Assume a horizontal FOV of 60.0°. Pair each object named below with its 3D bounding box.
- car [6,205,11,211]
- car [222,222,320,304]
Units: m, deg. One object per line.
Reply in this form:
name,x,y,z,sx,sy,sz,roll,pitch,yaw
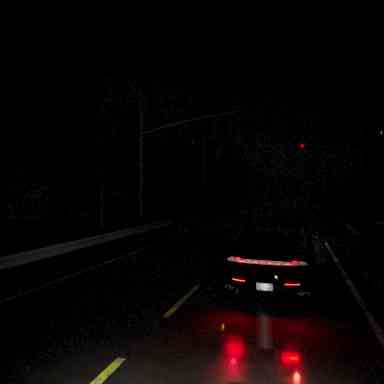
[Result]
car,-21.891,1.615,35.557,4.718,1.301,1.895,0,0,16
car,2.070,1.491,8.270,2.128,1.511,4.902,0,0,18
